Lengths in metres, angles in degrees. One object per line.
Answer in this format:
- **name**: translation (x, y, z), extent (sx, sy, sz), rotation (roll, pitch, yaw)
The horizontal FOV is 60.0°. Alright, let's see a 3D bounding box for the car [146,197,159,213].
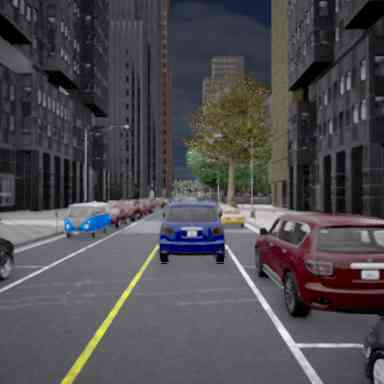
- **car**: translation (-5.753, 1.707, 40.620), extent (2.192, 1.841, 5.009), rotation (0, -1, 0)

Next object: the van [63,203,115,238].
- **van**: translation (-5.757, 1.520, 18.570), extent (1.690, 1.788, 3.998), rotation (0, -1, 0)

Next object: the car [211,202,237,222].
- **car**: translation (2.770, 1.725, 29.597), extent (1.967, 1.590, 4.097), rotation (0, -1, 0)

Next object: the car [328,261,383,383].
- **car**: translation (2.764, 1.572, 2.032), extent (2.008, 1.369, 4.403), rotation (0, -1, 0)

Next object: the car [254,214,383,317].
- **car**: translation (2.766, 1.388, 7.546), extent (2.192, 1.841, 5.009), rotation (0, -1, 0)

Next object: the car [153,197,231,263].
- **car**: translation (0.013, 1.347, 12.602), extent (2.150, 2.045, 5.566), rotation (0, 0, 0)

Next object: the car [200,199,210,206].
- **car**: translation (2.779, 2.267, 73.698), extent (2.008, 1.369, 4.403), rotation (0, -1, 0)

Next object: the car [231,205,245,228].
- **car**: translation (2.769, 1.759, 24.254), extent (1.752, 1.417, 4.829), rotation (0, -1, 0)

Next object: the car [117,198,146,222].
- **car**: translation (-5.755, 1.600, 29.595), extent (2.192, 1.841, 5.009), rotation (0, -1, 0)

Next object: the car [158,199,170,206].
- **car**: translation (-5.747, 2.213, 68.179), extent (2.008, 1.369, 4.403), rotation (0, -1, 0)

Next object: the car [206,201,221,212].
- **car**: translation (3.010, 1.979, 46.917), extent (1.812, 1.442, 4.674), rotation (0, -1, 0)

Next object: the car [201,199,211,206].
- **car**: translation (2.778, 2.227, 68.185), extent (1.947, 1.339, 4.313), rotation (0, -1, 0)

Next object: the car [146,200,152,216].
- **car**: translation (-5.754, 1.883, 35.105), extent (1.887, 1.381, 4.507), rotation (0, -1, 0)

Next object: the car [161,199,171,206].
- **car**: translation (-5.746, 2.240, 73.521), extent (1.752, 1.417, 4.829), rotation (0, -1, 0)

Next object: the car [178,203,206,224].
- **car**: translation (0.029, 1.768, 28.516), extent (2.128, 1.511, 4.902), rotation (0, 0, 1)

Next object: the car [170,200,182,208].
- **car**: translation (-3.030, 2.167, 62.412), extent (1.994, 1.385, 4.181), rotation (0, -1, 1)

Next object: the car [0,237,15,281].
- **car**: translation (-5.760, 1.640, 7.543), extent (1.947, 1.339, 4.313), rotation (0, -1, 0)

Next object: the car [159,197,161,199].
- **car**: translation (-5.749, 1.868, 57.157), extent (2.192, 1.841, 5.009), rotation (0, -1, 0)

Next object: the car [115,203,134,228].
- **car**: translation (-5.757, 1.777, 24.080), extent (1.887, 1.381, 4.507), rotation (0, -1, 0)
